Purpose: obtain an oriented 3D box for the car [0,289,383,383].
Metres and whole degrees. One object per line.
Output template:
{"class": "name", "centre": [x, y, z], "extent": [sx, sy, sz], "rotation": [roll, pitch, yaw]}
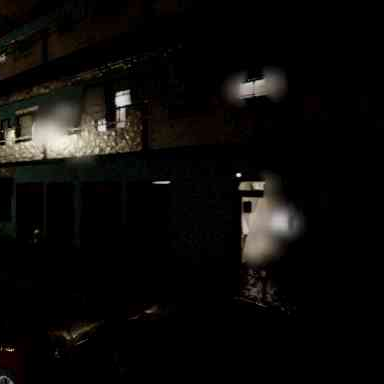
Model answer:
{"class": "car", "centre": [-0.118, 1.593, 2.946], "extent": [4.206, 1.307, 1.802], "rotation": [0, 0, 35]}
